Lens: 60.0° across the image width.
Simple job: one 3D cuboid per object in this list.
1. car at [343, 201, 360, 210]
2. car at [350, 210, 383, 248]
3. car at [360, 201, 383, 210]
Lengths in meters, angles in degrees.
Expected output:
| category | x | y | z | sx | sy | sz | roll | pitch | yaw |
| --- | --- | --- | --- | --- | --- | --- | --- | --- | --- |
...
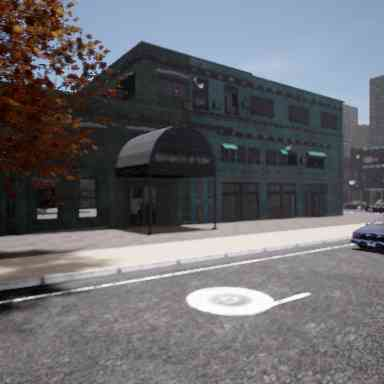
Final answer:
| category | x | y | z | sx | sy | sz | roll | pitch | yaw |
| --- | --- | --- | --- | --- | --- | --- | --- | --- | --- |
| car | 25.946 | 2.096 | 53.275 | 2.008 | 1.369 | 4.403 | -1 | 0 | -36 |
| car | 8.955 | 1.630 | 14.189 | 5.357 | 1.411 | 2.033 | 0 | 0 | -36 |
| car | 23.941 | 2.051 | 41.533 | 1.947 | 1.339 | 4.313 | -1 | 0 | -36 |
